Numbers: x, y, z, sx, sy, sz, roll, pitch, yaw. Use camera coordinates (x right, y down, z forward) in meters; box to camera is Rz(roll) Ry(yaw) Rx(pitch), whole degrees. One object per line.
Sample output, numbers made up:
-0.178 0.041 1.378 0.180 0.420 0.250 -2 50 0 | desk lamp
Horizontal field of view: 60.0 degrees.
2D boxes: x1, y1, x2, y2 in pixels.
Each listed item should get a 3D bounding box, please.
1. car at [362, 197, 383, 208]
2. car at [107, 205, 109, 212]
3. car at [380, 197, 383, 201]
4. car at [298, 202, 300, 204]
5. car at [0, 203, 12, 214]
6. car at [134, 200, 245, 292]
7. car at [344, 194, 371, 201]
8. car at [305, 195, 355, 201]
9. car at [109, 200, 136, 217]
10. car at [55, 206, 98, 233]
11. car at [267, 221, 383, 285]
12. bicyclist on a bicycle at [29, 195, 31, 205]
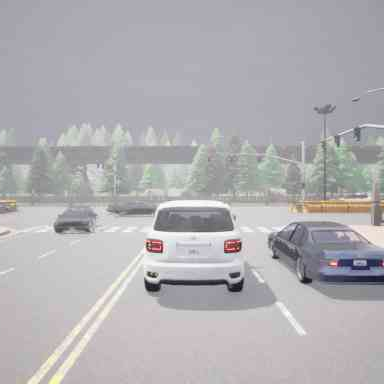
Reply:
27.319 1.505 47.727 4.892 1.490 1.837 0 0 0 | car
-5.837 1.547 33.705 5.357 1.411 2.033 0 0 0 | car
26.174 1.478 40.734 5.008 1.535 1.882 0 0 0 | car
17.827 1.477 47.774 5.008 1.535 1.882 0 0 0 | car
-20.929 1.491 33.787 4.902 1.511 2.128 0 0 0 | car
0.067 1.221 9.061 2.150 2.045 5.566 0 0 1 | car
21.113 1.221 44.256 5.566 2.045 2.150 0 0 0 | car
16.671 1.491 40.779 4.902 1.511 2.128 0 0 0 | car
-4.608 1.491 30.198 4.902 1.511 2.128 0 0 0 | car
-6.727 1.547 19.899 2.033 1.411 5.357 0 0 -11 | car
3.576 1.547 9.550 2.033 1.411 5.357 0 0 0 | car
-27.018 1.301 55.805 0.582 1.620 1.656 0 0 0 | bicyclist on a bicycle
